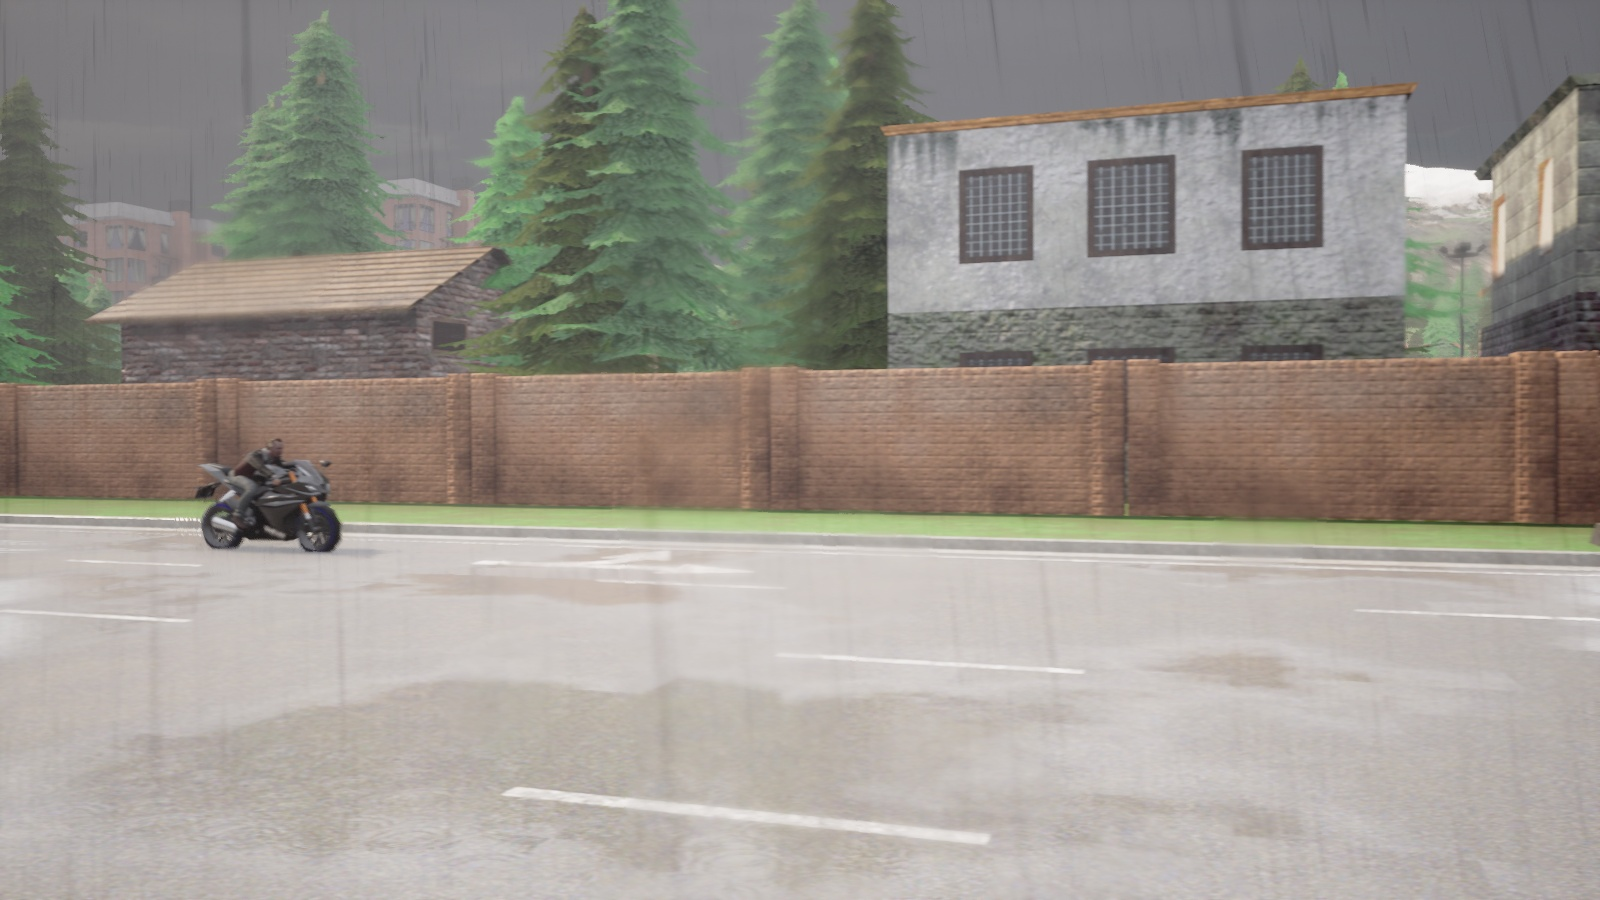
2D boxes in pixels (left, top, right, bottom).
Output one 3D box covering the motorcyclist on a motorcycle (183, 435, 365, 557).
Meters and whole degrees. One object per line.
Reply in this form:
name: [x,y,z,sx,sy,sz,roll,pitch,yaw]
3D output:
motorcyclist on a motorcycle: [-6.947,0.569,16.607,2.191,1.530,0.866,1,1,19]
